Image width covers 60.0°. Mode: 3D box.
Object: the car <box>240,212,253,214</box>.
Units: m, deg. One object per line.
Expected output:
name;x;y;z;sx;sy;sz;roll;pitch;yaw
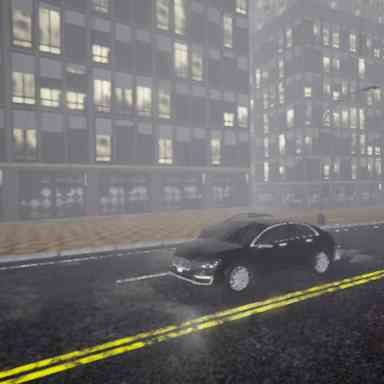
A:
car;2.323;1.508;12.982;4.181;1.385;1.994;0;0;-33

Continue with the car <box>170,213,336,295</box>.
car;1.754;1.469;8.725;4.892;1.490;1.837;0;0;-33
